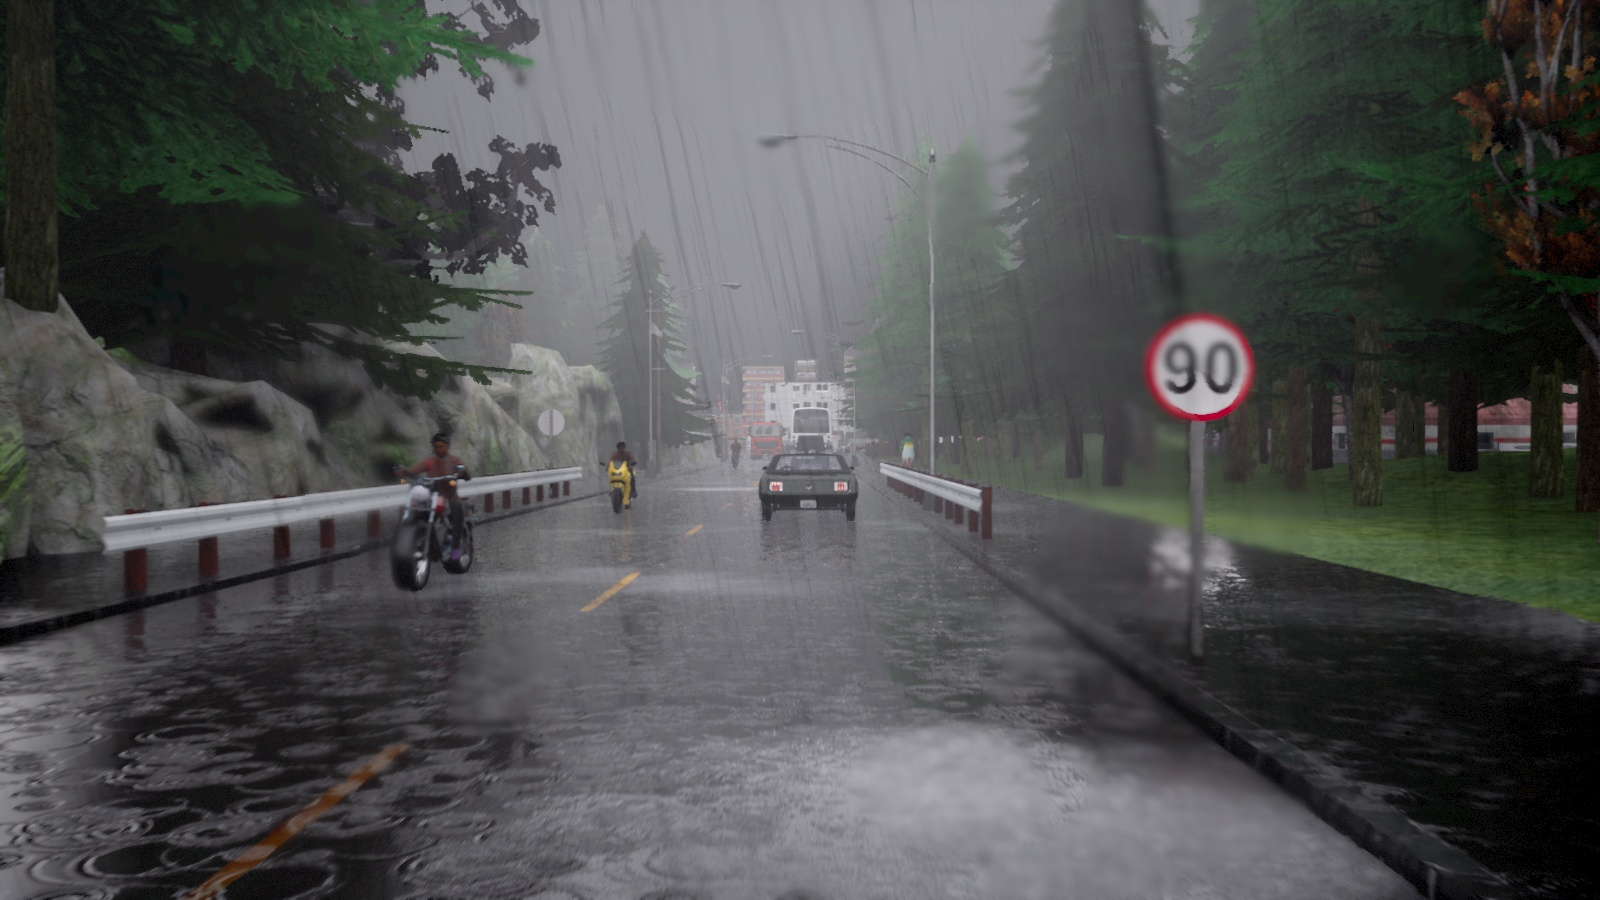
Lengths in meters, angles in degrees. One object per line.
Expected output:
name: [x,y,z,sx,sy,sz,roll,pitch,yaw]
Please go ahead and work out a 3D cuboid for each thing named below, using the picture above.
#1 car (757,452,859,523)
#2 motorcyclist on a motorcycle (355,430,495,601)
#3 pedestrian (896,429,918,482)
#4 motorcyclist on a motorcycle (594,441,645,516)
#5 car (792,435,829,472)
car: [0.170,0.702,25.728,1.895,1.301,4.718,0,0,0]
motorcyclist on a motorcycle: [-3.904,0.619,13.284,0.766,1.649,2.350,0,0,0]
pedestrian: [4.004,0.194,47.156,0.659,1.952,0.873,0,0,-8]
motorcyclist on a motorcycle: [-3.825,0.574,26.780,0.797,1.523,2.044,0,0,0]
car: [0.547,0.169,66.240,1.905,1.878,3.866,0,0,1]
